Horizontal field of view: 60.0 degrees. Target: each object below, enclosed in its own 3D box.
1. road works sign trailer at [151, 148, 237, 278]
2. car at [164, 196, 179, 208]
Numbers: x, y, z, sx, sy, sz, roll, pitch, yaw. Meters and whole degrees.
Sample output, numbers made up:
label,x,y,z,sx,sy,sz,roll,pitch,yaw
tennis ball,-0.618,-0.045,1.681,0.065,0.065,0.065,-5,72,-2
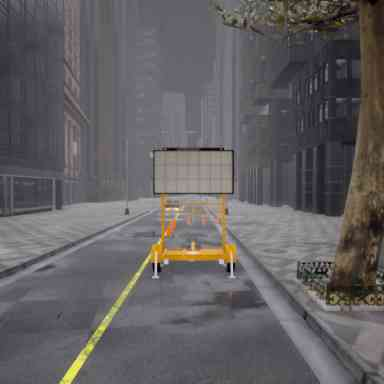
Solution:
label,x,y,z,sx,sy,sz,roll,pitch,yaw
road works sign trailer,0.044,0.465,10.091,2.380,3.560,2.880,0,0,0
car,-2.855,1.625,48.191,1.994,1.385,4.181,0,0,0
